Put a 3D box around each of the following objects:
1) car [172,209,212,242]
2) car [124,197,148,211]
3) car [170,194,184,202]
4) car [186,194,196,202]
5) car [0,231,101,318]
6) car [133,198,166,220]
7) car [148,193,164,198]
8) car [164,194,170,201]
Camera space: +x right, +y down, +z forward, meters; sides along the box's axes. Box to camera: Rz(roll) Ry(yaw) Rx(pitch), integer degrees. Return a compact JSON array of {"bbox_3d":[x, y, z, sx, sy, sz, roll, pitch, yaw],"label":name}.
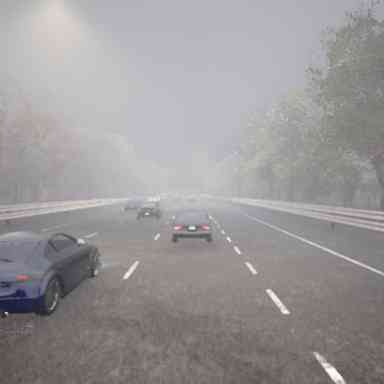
[{"bbox_3d":[0.003,1.555,16.439,2.033,1.411,5.357,0,0,0],"label":"car"},{"bbox_3d":[-6.992,1.586,40.875,1.994,1.385,4.181,0,0,0],"label":"car"},{"bbox_3d":[-3.483,1.608,78.636,2.033,1.411,5.357,0,0,0],"label":"car"},{"bbox_3d":[0.016,1.663,78.615,1.895,1.301,4.718,0,0,0],"label":"car"},{"bbox_3d":[-3.498,1.567,7.519,1.994,1.385,4.181,0,0,0],"label":"car"},{"bbox_3d":[-3.496,1.540,28.228,1.812,1.442,4.674,0,0,0],"label":"car"},{"bbox_3d":[-6.989,1.265,61.647,2.150,2.045,5.566,0,0,0],"label":"car"},{"bbox_3d":[-6.983,1.663,78.739,1.895,1.301,4.718,0,0,0],"label":"car"}]
